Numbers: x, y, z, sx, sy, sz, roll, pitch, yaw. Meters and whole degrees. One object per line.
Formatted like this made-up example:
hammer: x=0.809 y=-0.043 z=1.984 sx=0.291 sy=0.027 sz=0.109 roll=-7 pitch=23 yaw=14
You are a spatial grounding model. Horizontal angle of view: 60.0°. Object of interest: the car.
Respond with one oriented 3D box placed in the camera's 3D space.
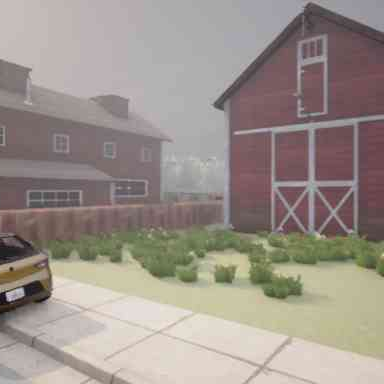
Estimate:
car: x=-4.581 y=1.444 z=6.491 sx=4.193 sy=1.474 sz=1.816 roll=0 pitch=6 yaw=33
